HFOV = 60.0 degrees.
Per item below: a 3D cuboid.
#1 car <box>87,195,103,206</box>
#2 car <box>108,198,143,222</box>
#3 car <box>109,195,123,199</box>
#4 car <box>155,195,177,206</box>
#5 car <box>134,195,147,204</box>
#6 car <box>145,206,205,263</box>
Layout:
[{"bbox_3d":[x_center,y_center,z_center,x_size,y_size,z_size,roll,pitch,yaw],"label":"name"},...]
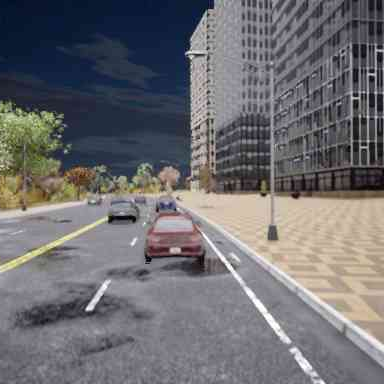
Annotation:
[{"bbox_3d":[-14.446,1.241,49.735,2.128,1.511,4.902,0,0,-8],"label":"car"},{"bbox_3d":[-4.930,1.414,24.490,1.994,1.385,4.181,0,0,-5],"label":"car"},{"bbox_3d":[-11.210,1.253,50.049,1.837,1.490,4.892,0,0,-8],"label":"car"},{"bbox_3d":[-2.790,1.133,35.402,2.097,1.767,4.553,0,0,-6],"label":"car"},{"bbox_3d":[-8.452,1.196,54.423,2.128,1.511,4.902,0,0,-8],"label":"car"},{"bbox_3d":[-0.624,1.447,11.563,1.812,1.442,4.674,0,0,-4],"label":"car"}]
